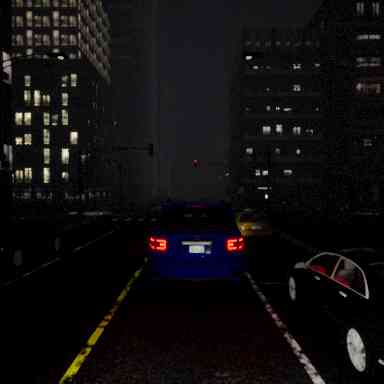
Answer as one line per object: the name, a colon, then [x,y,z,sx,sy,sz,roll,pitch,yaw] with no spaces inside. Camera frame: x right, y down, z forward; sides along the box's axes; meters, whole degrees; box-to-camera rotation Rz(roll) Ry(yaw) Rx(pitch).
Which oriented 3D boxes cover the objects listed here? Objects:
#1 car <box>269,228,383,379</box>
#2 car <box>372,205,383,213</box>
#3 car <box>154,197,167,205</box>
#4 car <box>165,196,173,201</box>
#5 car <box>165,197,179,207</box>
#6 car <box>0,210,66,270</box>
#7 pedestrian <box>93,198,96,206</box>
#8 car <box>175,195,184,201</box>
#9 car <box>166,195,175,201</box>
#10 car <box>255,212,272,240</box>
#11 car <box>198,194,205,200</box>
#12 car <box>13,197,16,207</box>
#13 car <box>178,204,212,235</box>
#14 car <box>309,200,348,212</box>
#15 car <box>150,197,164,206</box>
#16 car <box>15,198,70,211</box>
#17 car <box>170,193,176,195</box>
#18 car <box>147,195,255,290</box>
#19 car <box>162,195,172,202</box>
car: [2.806,1.549,5.313,2.008,1.369,4.403,-1,0,0]
car: [23.117,1.717,37.051,5.357,1.411,2.033,0,1,1]
car: [-5.710,1.550,60.210,1.947,1.339,4.313,-1,0,0]
car: [-5.713,1.563,82.828,1.802,1.307,4.206,-1,0,0]
car: [-3.099,1.549,52.681,1.994,1.385,4.181,0,0,0]
car: [-5.834,1.541,11.014,1.887,1.381,4.507,-1,0,0]
pedestrian: [-12.555,1.297,43.079,0.500,1.100,0.500,0,0,1]
car: [-3.011,1.503,81.682,2.128,1.511,4.902,0,0,0]
car: [-5.714,1.524,88.483,1.887,1.381,4.507,-1,0,0]
car: [2.804,1.520,16.772,1.752,1.417,4.829,-1,0,0]
car: [2.664,1.419,94.139,1.967,1.590,4.097,-1,0,0]
car: [-21.667,1.272,40.230,4.829,1.417,1.752,0,0,1]
car: [0.095,1.519,19.737,1.812,1.442,4.674,0,0,-2]
car: [16.308,1.620,39.737,4.403,1.369,2.008,0,0,1]
car: [-5.710,1.510,54.386,1.752,1.417,4.829,-1,0,0]
car: [-15.215,1.499,34.381,4.718,1.301,1.895,0,1,1]
car: [-3.009,1.530,69.389,2.033,1.411,5.357,0,0,0]
car: [0.095,1.218,9.226,2.150,2.045,5.566,0,0,0]
car: [-5.712,1.526,77.174,1.887,1.381,4.507,-1,0,0]
